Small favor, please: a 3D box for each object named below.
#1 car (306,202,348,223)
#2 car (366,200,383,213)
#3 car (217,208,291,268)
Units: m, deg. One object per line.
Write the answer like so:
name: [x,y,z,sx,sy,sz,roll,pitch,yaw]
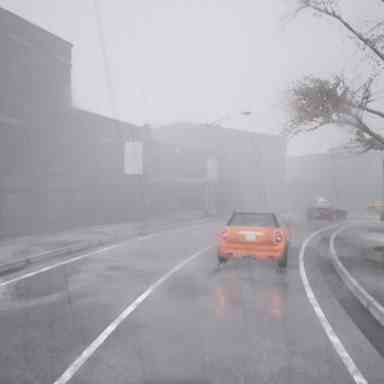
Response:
car: [10.707,1.524,26.171,1.882,1.535,5.008,1,0,41]
car: [22.961,1.646,39.504,5.008,1.535,1.882,1,1,-23]
car: [2.335,1.338,11.683,2.097,1.767,4.553,1,0,17]
